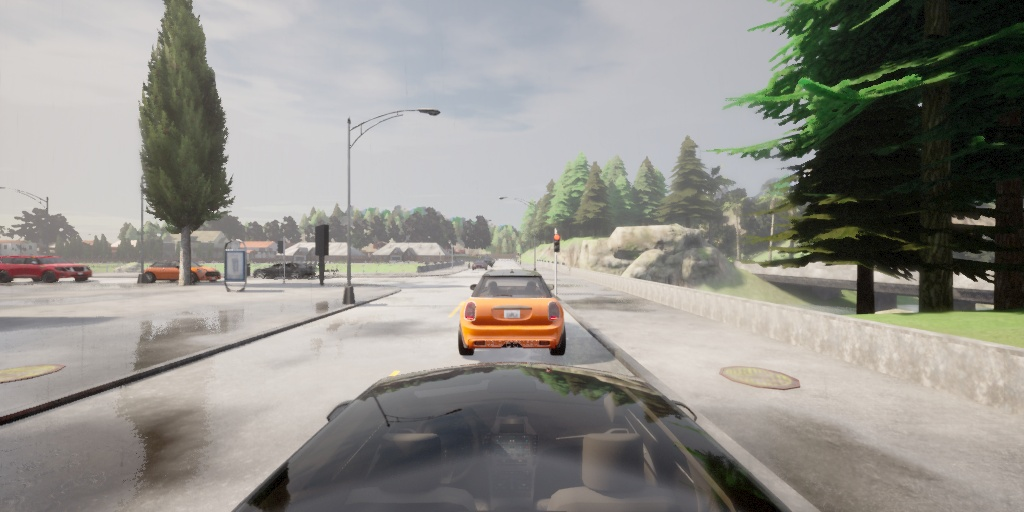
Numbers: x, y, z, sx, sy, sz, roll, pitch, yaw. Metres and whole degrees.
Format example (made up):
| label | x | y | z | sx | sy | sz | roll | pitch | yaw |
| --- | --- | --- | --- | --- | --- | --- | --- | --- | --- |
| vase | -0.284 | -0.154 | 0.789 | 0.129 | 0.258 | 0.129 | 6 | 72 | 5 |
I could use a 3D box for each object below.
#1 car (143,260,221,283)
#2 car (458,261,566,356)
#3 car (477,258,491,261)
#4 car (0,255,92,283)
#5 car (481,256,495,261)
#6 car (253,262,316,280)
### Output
| label | x | y | z | sx | sy | sz | roll | pitch | yaw |
| --- | --- | --- | --- | --- | --- | --- | --- | --- | --- |
| car | -24.712 | 1.102 | 26.987 | 4.553 | 1.767 | 2.097 | 0 | 0 | -1 |
| car | -0.001 | 1.102 | 8.805 | 2.097 | 1.767 | 4.553 | 0 | 0 | 0 |
| car | -4.541 | 1.314 | 51.212 | 1.994 | 1.385 | 4.181 | 0 | 0 | 0 |
| car | -35.160 | 0.973 | 26.886 | 5.566 | 2.045 | 2.150 | 0 | 0 | 0 |
| car | -4.617 | 0.972 | 64.668 | 2.150 | 2.045 | 5.566 | 0 | 0 | 1 |
| car | -19.795 | 1.254 | 31.222 | 4.892 | 1.490 | 1.837 | 0 | 0 | 0 |
